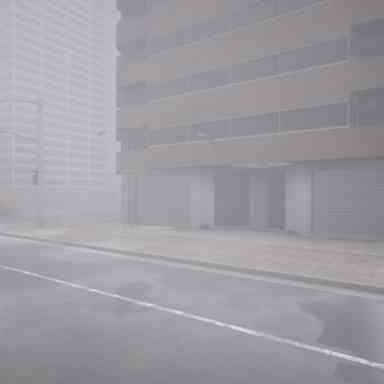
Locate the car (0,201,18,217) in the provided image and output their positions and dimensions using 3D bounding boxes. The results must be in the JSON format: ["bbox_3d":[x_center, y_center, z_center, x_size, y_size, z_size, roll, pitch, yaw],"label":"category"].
[{"bbox_3d":[-18.095,1.477,29.411,1.882,1.535,5.008,0,0,35],"label":"car"}]
